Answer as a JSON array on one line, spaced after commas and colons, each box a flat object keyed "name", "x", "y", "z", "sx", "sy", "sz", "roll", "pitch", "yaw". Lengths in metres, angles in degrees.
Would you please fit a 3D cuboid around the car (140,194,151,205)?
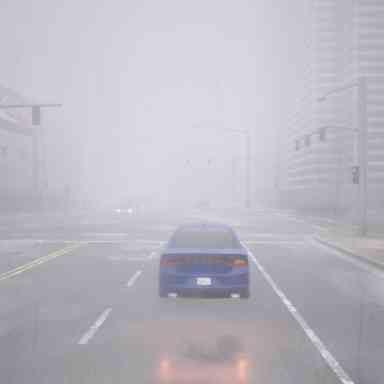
[{"name": "car", "x": -8.744, "y": 1.526, "z": 57.359, "sx": 1.812, "sy": 1.442, "sz": 4.674, "roll": 0, "pitch": 0, "yaw": 2}]

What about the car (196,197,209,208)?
[{"name": "car", "x": 1.593, "y": 1.525, "z": 48.835, "sx": 1.812, "sy": 1.442, "sz": 4.674, "roll": 0, "pitch": 0, "yaw": 3}]

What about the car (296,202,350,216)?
[{"name": "car", "x": 12.720, "y": 1.601, "z": 32.565, "sx": 4.718, "sy": 1.301, "sz": 1.895, "roll": 0, "pitch": 0, "yaw": 2}]

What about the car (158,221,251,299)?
[{"name": "car", "x": 0.313, "y": 1.478, "z": 8.538, "sx": 1.882, "sy": 1.535, "sz": 5.008, "roll": 0, "pitch": 0, "yaw": 2}]

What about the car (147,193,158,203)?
[{"name": "car", "x": -8.333, "y": 1.222, "z": 67.625, "sx": 2.150, "sy": 2.045, "sz": 5.566, "roll": 0, "pitch": 0, "yaw": 2}]

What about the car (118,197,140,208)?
[{"name": "car", "x": -9.081, "y": 1.505, "z": 47.323, "sx": 1.837, "sy": 1.490, "sz": 4.892, "roll": 0, "pitch": 0, "yaw": 2}]
